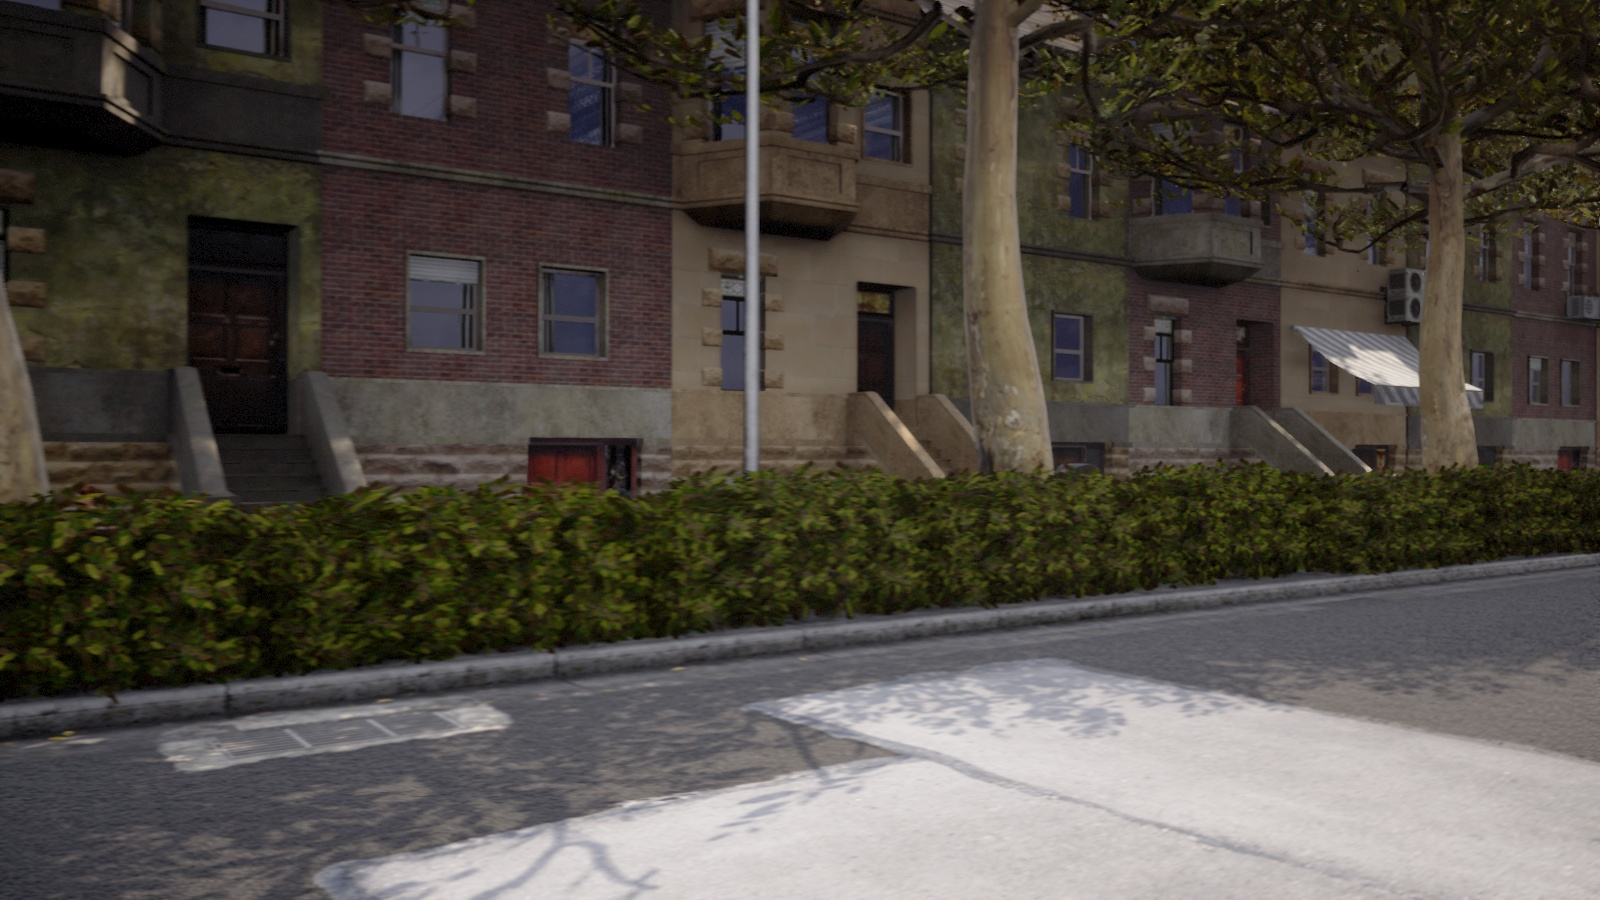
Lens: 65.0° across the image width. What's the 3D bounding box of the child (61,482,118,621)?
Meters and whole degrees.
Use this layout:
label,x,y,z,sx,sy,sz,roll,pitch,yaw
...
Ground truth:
label,x,y,z,sx,sy,sz,roll,pitch,yaw
child,-5.816,0.818,10.285,0.394,1.110,0.255,0,0,-32
